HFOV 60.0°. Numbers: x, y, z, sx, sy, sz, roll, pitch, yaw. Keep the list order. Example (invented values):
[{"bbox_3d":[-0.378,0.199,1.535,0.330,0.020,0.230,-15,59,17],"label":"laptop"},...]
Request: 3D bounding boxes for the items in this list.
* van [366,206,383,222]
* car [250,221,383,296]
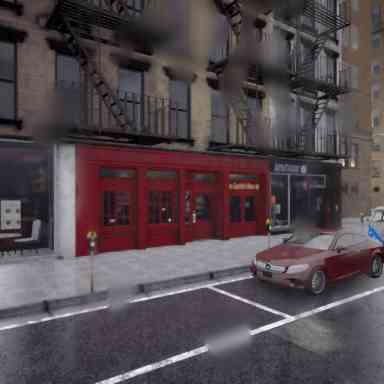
[{"bbox_3d":[7.786,1.341,11.696,3.998,1.788,1.690,0,0,-35],"label":"van"},{"bbox_3d":[3.374,1.582,8.572,4.206,1.307,1.802,0,0,-35],"label":"car"}]
